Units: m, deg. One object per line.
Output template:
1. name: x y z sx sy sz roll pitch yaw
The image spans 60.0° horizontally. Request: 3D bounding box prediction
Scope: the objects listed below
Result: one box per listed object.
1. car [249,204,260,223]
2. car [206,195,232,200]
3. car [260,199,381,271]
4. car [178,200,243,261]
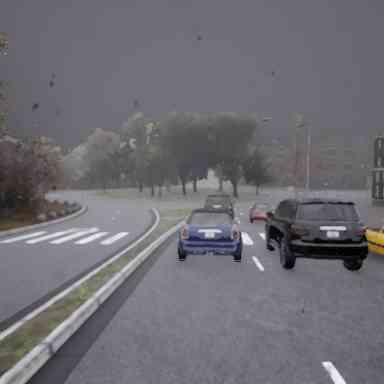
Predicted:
1. car: 5.521 1.598 26.190 1.994 1.385 4.181 1 1 10
2. car: 2.172 1.213 25.958 2.150 2.045 5.566 1 1 9
3. car: 3.870 1.251 11.283 2.150 2.045 5.566 1 -1 5
4. car: 0.720 1.363 12.540 2.097 1.767 4.553 1 0 4
